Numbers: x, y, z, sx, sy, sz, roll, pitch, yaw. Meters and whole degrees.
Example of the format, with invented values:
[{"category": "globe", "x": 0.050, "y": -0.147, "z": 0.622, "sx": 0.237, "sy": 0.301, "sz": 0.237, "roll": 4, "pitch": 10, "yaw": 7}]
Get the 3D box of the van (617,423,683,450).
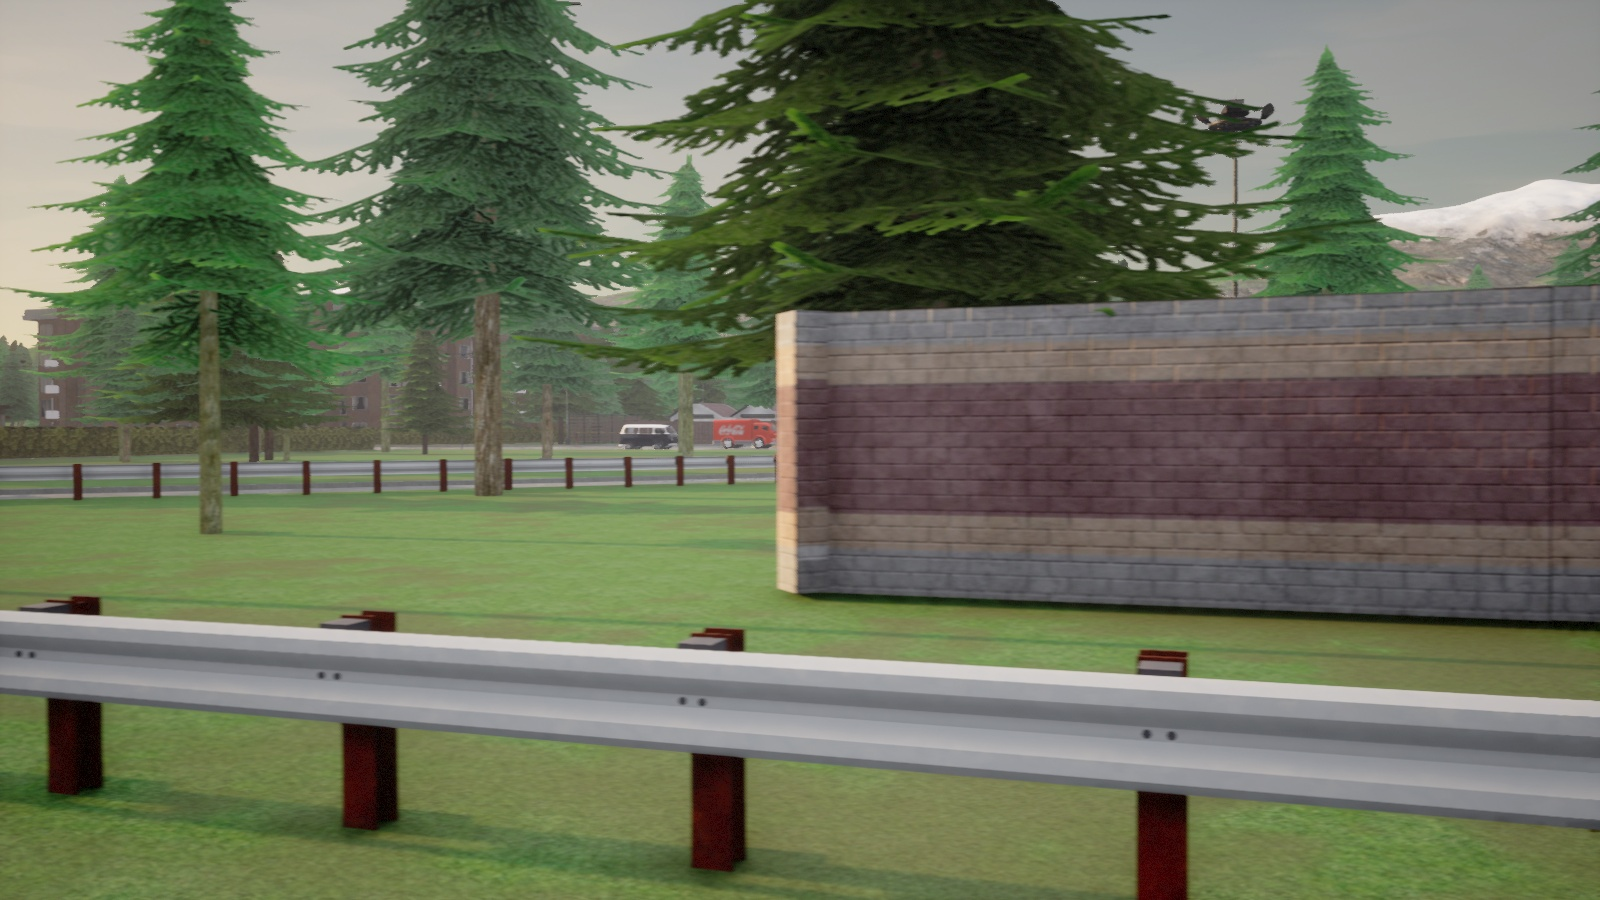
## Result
[{"category": "van", "x": -11.363, "y": -1.018, "z": 95.259, "sx": 4.480, "sy": 2.038, "sz": 2.069, "roll": 1, "pitch": 1, "yaw": 19}]
